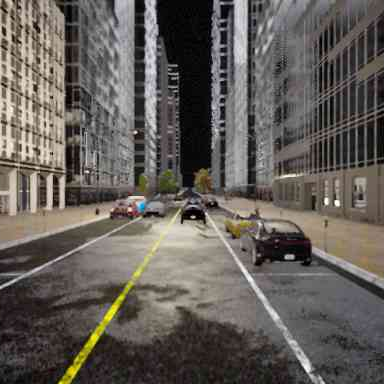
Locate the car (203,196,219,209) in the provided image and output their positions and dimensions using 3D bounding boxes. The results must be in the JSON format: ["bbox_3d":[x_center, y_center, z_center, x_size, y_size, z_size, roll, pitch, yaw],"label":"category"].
[{"bbox_3d":[2.677,1.572,45.488,1.947,1.339,4.313,0,0,0],"label":"car"}]

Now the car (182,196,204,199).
[{"bbox_3d":[0.090,1.555,42.809,2.033,1.411,5.357,0,0,0],"label":"car"}]

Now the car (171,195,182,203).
[{"bbox_3d":[-3.017,1.478,71.632,1.837,1.490,4.892,0,0,0],"label":"car"}]

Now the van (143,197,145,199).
[{"bbox_3d":[-5.702,1.351,34.108,1.690,1.788,3.998,0,0,0],"label":"van"}]

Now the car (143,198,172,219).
[{"bbox_3d":[-3.107,1.557,29.001,2.033,1.411,5.357,0,0,0],"label":"car"}]

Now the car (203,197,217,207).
[{"bbox_3d":[2.675,1.548,51.180,1.887,1.381,4.507,0,0,0],"label":"car"}]

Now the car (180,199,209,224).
[{"bbox_3d":[0.091,1.535,24.885,1.812,1.442,4.674,0,0,0],"label":"car"}]

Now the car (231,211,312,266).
[{"bbox_3d":[2.684,1.556,11.331,2.008,1.369,4.403,0,0,0],"label":"car"}]

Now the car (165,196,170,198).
[{"bbox_3d":[-5.707,1.563,62.571,1.947,1.339,4.313,0,0,0],"label":"car"}]

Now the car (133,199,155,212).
[{"bbox_3d":[-5.703,1.575,39.802,1.947,1.339,4.313,0,0,0],"label":"car"}]

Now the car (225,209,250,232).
[{"bbox_3d":[2.683,1.533,17.195,1.752,1.417,4.829,0,0,0],"label":"car"}]

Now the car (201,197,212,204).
[{"bbox_3d":[2.673,1.578,62.565,1.802,1.307,4.206,0,0,0],"label":"car"}]

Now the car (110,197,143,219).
[{"bbox_3d":[-5.701,1.450,28.417,1.967,1.590,4.097,0,0,0],"label":"car"}]

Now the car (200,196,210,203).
[{"bbox_3d":[2.672,1.537,68.259,1.887,1.381,4.507,0,0,0],"label":"car"}]
